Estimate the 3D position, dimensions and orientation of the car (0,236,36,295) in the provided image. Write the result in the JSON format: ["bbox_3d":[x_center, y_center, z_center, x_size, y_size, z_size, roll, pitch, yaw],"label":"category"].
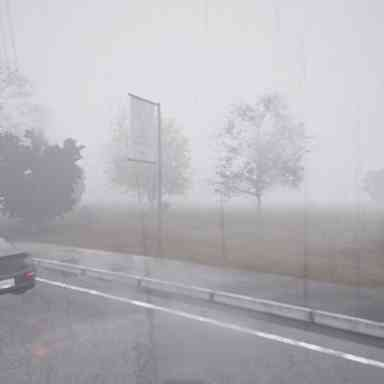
[{"bbox_3d":[-5.360,1.520,7.344,4.674,1.442,1.812,0,0,32],"label":"car"}]
